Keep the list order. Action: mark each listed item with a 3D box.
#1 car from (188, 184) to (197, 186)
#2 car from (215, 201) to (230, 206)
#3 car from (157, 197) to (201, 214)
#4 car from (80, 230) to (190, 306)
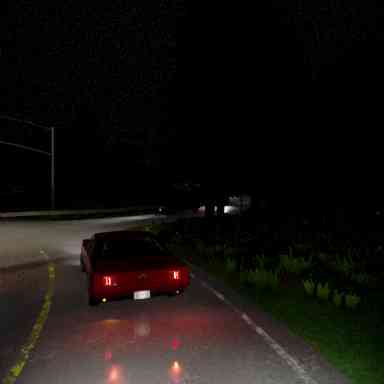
[{"bbox_3d":[0.013,-1.820,70.135,2.128,1.511,4.902,0,5,-1],"label":"car"},{"bbox_3d":[3.415,0.736,39.990,1.837,1.490,4.892,0,5,13],"label":"car"},{"bbox_3d":[-1.232,1.256,31.942,2.128,1.511,4.902,0,2,42],"label":"car"},{"bbox_3d":[-1.695,1.601,8.189,1.895,1.301,4.718,0,0,-21],"label":"car"}]
